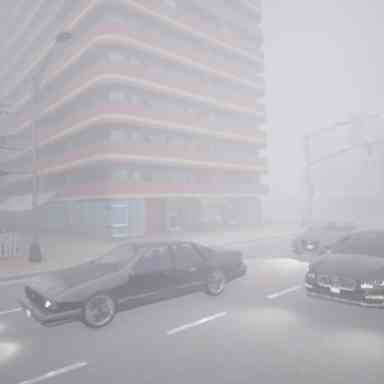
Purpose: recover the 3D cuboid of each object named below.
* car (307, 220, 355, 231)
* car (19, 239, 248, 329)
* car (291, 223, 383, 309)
[{"bbox_3d":[5.957,1.896,13.987,4.181,1.385,1.994,0,-3,-42],"label":"car"},{"bbox_3d":[-0.988,1.864,7.891,5.357,1.411,2.033,0,-3,-40],"label":"car"},{"bbox_3d":[4.608,1.672,8.123,4.892,1.490,1.837,0,-3,-41],"label":"car"}]
